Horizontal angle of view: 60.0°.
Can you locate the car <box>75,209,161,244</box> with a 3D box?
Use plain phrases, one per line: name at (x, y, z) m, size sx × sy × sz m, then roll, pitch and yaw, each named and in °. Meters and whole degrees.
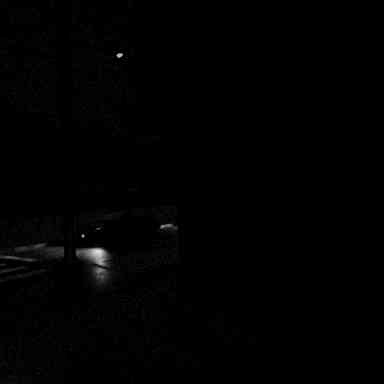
car at (-3.422, 1.576, 16.276) m, size 1.812 × 1.442 × 4.674 m, roll -4°, pitch -1°, yaw 34°
